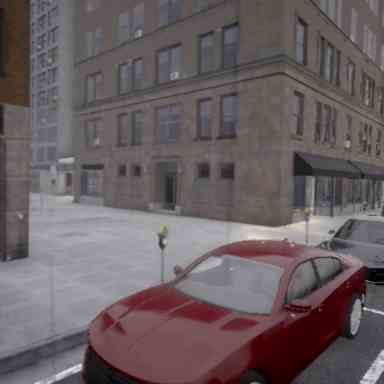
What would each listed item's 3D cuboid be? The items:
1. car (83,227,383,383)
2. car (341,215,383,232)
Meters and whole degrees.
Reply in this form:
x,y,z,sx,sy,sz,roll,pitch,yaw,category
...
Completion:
x,y,z,sx,sy,sz,roll,pitch,yaw,category
0.842,1.368,4.308,1.887,1.381,4.507,4,3,42,car
4.686,1.315,8.492,1.947,1.339,4.313,4,3,42,car
